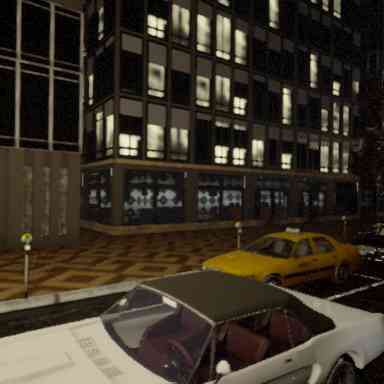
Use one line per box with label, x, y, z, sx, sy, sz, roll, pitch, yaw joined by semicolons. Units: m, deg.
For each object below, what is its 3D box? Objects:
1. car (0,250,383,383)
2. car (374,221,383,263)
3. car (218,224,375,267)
car;-0.111;1.619;3.298;4.718;1.301;1.895;1;0;-35
car;7.119;1.682;11.622;4.403;1.369;2.008;1;0;-35
car;2.343;1.595;8.221;4.829;1.417;1.752;1;0;-35
